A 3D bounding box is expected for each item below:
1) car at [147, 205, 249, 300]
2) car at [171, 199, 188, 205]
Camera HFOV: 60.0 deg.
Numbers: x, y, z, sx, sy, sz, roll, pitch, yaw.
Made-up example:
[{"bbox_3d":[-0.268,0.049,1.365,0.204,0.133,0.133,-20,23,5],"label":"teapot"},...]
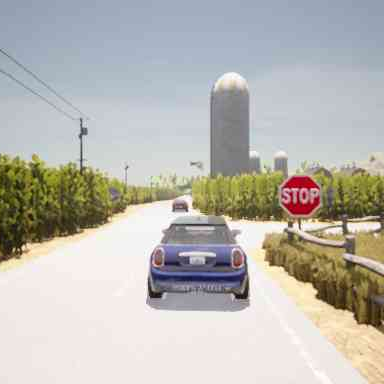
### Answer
[{"bbox_3d":[0.230,1.386,8.685,2.097,1.767,4.553,0,0,3],"label":"car"},{"bbox_3d":[-1.530,1.640,41.182,1.882,1.535,5.008,0,0,-5],"label":"car"}]
